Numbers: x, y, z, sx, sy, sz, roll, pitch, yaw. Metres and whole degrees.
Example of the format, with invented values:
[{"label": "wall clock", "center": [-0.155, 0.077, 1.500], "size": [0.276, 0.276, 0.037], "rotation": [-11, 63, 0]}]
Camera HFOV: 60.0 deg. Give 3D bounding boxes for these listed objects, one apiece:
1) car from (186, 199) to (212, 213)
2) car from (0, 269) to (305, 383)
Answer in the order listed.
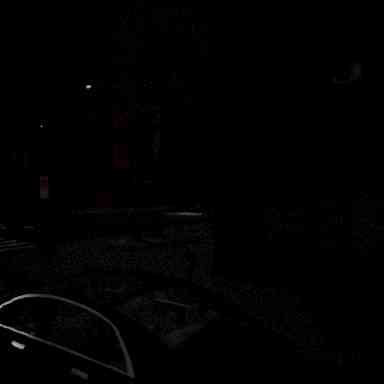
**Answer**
[{"label": "car", "center": [1.224, 1.595, 39.323], "size": [1.837, 1.490, 4.892], "rotation": [0, 0, 35]}, {"label": "car", "center": [-1.083, 1.556, 3.617], "size": [4.403, 1.369, 2.008], "rotation": [0, 0, 35]}]
